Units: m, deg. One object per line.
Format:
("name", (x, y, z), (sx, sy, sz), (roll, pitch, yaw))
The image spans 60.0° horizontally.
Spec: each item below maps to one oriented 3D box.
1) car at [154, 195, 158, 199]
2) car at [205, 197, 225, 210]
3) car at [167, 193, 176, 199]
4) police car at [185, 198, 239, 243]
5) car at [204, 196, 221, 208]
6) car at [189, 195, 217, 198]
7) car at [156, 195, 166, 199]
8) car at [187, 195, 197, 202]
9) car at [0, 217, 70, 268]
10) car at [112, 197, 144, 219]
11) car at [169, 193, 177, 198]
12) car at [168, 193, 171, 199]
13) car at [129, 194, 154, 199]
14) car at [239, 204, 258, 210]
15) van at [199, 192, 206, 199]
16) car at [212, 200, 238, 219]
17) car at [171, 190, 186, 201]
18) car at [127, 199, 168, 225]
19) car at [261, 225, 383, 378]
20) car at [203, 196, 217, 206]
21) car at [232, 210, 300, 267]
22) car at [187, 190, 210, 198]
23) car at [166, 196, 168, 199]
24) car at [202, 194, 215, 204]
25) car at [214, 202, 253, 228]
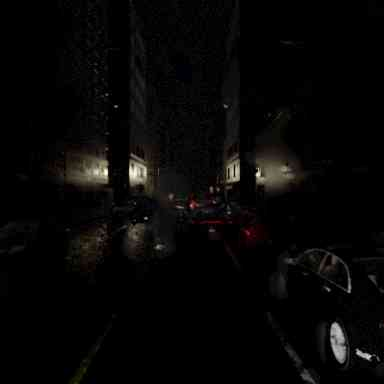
("car", (-5.386, 1.353, 38.531), (1.802, 1.307, 4.206), (0, 0, 0))
("car", (2.639, 1.321, 38.538), (2.008, 1.369, 4.403), (0, 0, 0))
("car", (-5.385, 1.035, 87.685), (2.008, 1.369, 4.403), (0, 0, 0))
("police car", (0.727, 1.328, 15.728), (1.930, 1.638, 5.238), (0, 0, -2))
("car", (2.639, 1.289, 44.057), (2.008, 1.369, 4.403), (0, 0, 0))
("car", (0.809, 1.301, 25.835), (1.801, 1.575, 5.366), (0, 0, 0))
("car", (-5.386, 1.147, 49.568), (1.967, 1.590, 4.097), (0, 0, 0))
("car", (0.002, 1.221, 66.372), (1.895, 1.301, 4.718), (0, 0, 0))
("car", (-5.387, 1.513, 10.940), (1.802, 1.307, 4.206), (0, 0, 0))
("car", (-5.382, 1.361, 27.326), (1.752, 1.417, 4.829), (0, 0, 0))
("car", (-5.385, 0.996, 93.367), (1.887, 1.381, 4.507), (0, 0, 0))
("car", (-5.386, 1.194, 60.604), (2.008, 1.369, 4.403), (0, 0, 0))
("car", (-5.387, 1.118, 33.011), (2.192, 1.841, 5.009), (0, 0, 0))
("car", (2.638, 1.443, 16.462), (1.887, 1.381, 4.507), (0, 0, 0))
("van", (2.640, 0.825, 87.693), (1.690, 1.788, 3.998), (0, 0, 0))
("car", (2.638, 1.416, 27.500), (1.802, 1.307, 4.206), (0, 0, 0))
("car", (-2.748, 0.952, 64.347), (2.128, 1.511, 4.902), (0, 0, 0))
("car", (-2.849, 1.427, 22.602), (1.994, 1.385, 4.181), (0, 0, 0))
("car", (2.638, 1.515, 5.426), (2.008, 1.369, 4.403), (0, 0, 0))
("car", (2.639, 1.289, 49.576), (1.802, 1.307, 4.206), (0, 0, 0))
("car", (2.638, 1.497, 10.944), (1.947, 1.339, 4.313), (0, 0, 0))
("car", (0.826, 1.035, 31.670), (2.150, 2.045, 5.566), (0, 0, 0))
("car", (-5.386, 1.201, 54.916), (1.752, 1.417, 4.829), (0, 0, 0))
("car", (2.639, 1.115, 55.094), (1.967, 1.590, 4.097), (0, 0, 0))
("car", (2.638, 1.417, 21.981), (2.008, 1.369, 4.403), (0, 0, 0))
